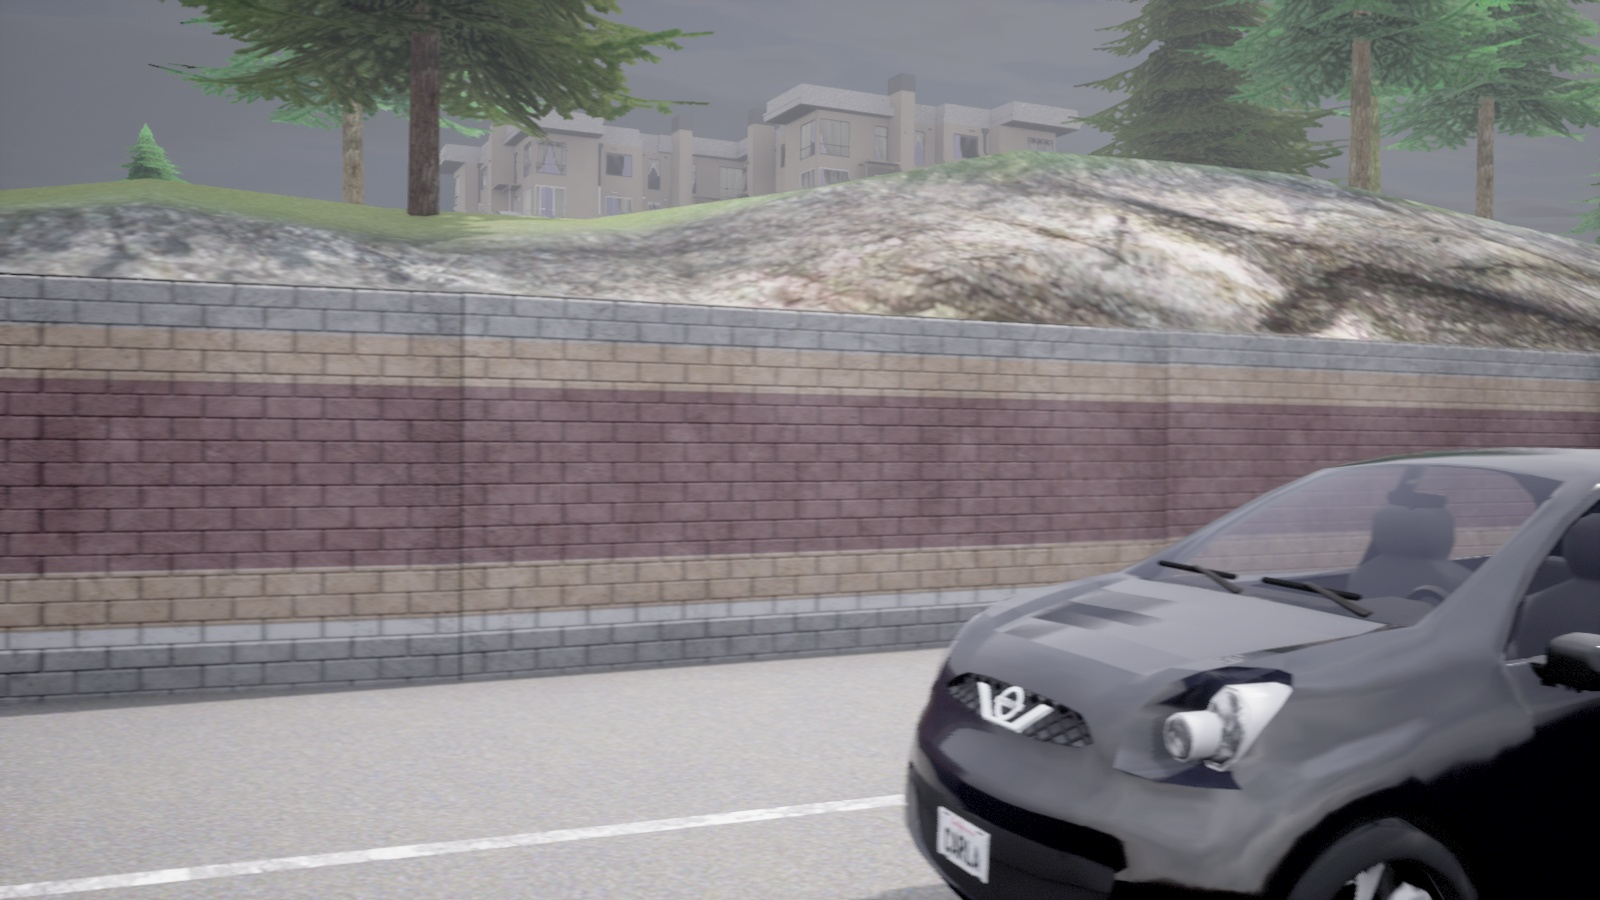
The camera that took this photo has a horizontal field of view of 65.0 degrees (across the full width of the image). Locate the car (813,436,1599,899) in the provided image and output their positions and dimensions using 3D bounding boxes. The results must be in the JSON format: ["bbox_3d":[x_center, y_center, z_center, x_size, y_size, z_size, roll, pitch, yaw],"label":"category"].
[{"bbox_3d":[2.079,0.726,4.017,3.633,1.501,1.845,-1,1,-22],"label":"car"}]
